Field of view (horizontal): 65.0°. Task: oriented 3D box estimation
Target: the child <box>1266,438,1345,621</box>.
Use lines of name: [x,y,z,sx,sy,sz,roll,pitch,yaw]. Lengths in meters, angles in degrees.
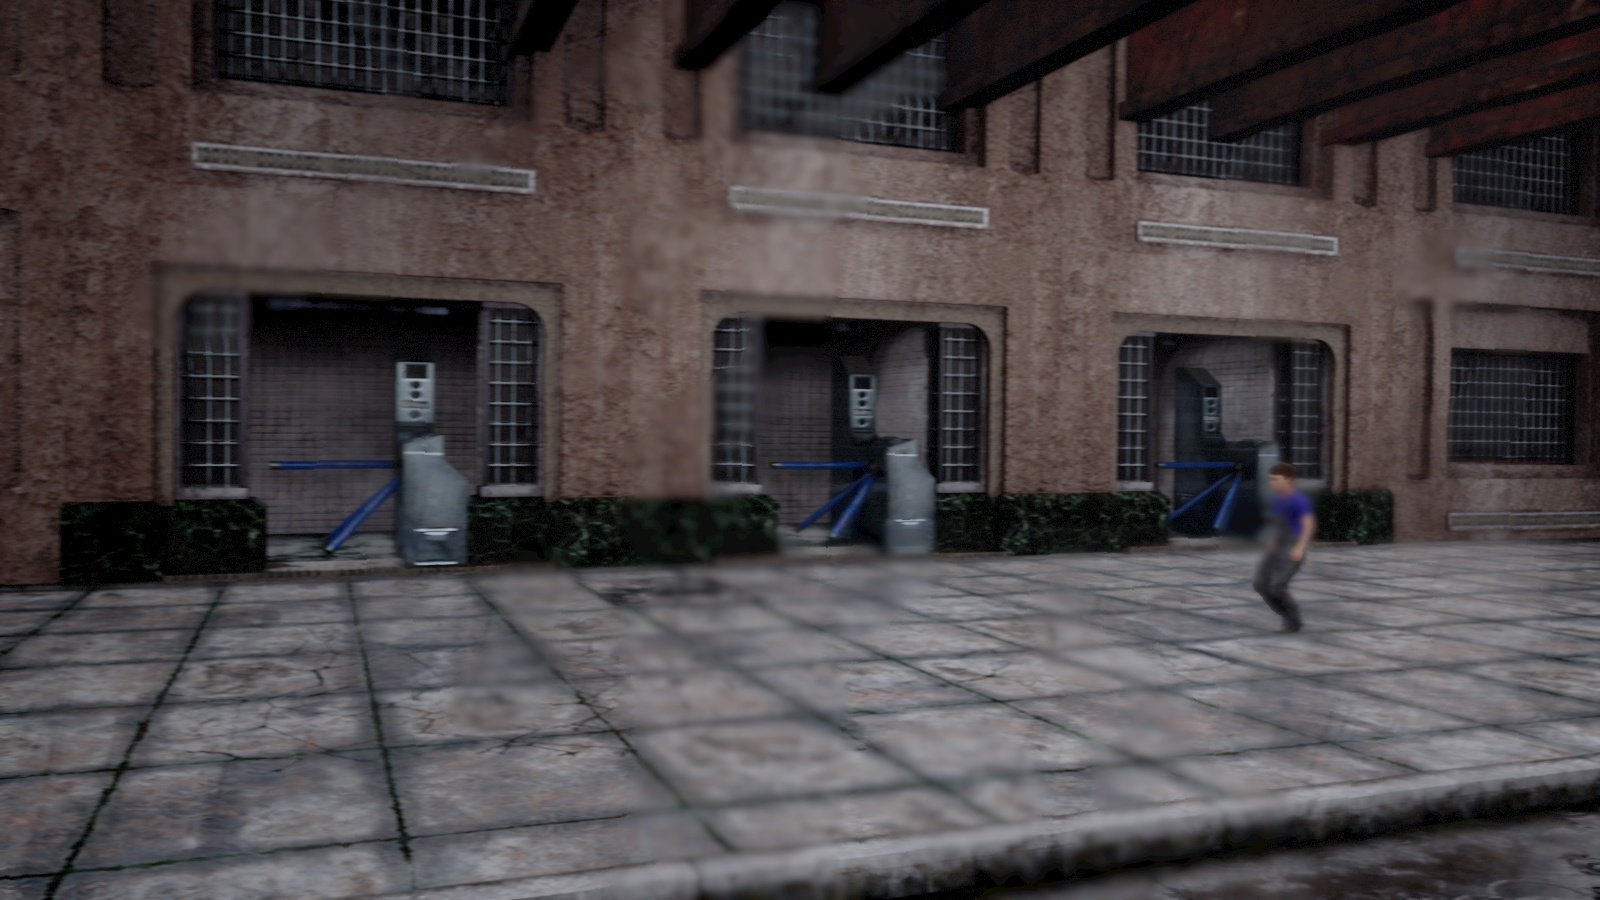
child: [3.569,0.552,8.877,0.437,1.263,0.270,-1,1,-15]
